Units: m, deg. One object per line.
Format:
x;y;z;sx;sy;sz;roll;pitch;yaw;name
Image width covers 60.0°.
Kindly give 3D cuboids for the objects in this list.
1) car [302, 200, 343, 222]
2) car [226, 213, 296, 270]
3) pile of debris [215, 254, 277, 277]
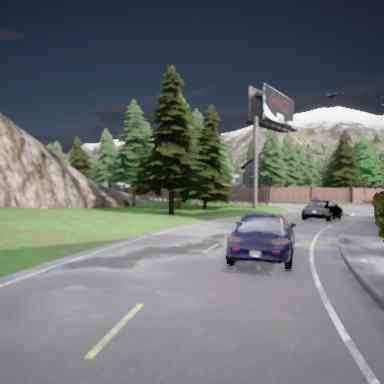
9.501;1.295;24.118;1.994;1.385;4.181;1;1;37;car
2.286;1.389;10.634;1.812;1.442;4.674;1;1;17;car
1.602;2.055;9.465;1.500;0.140;1.860;1;1;16;pile of debris
